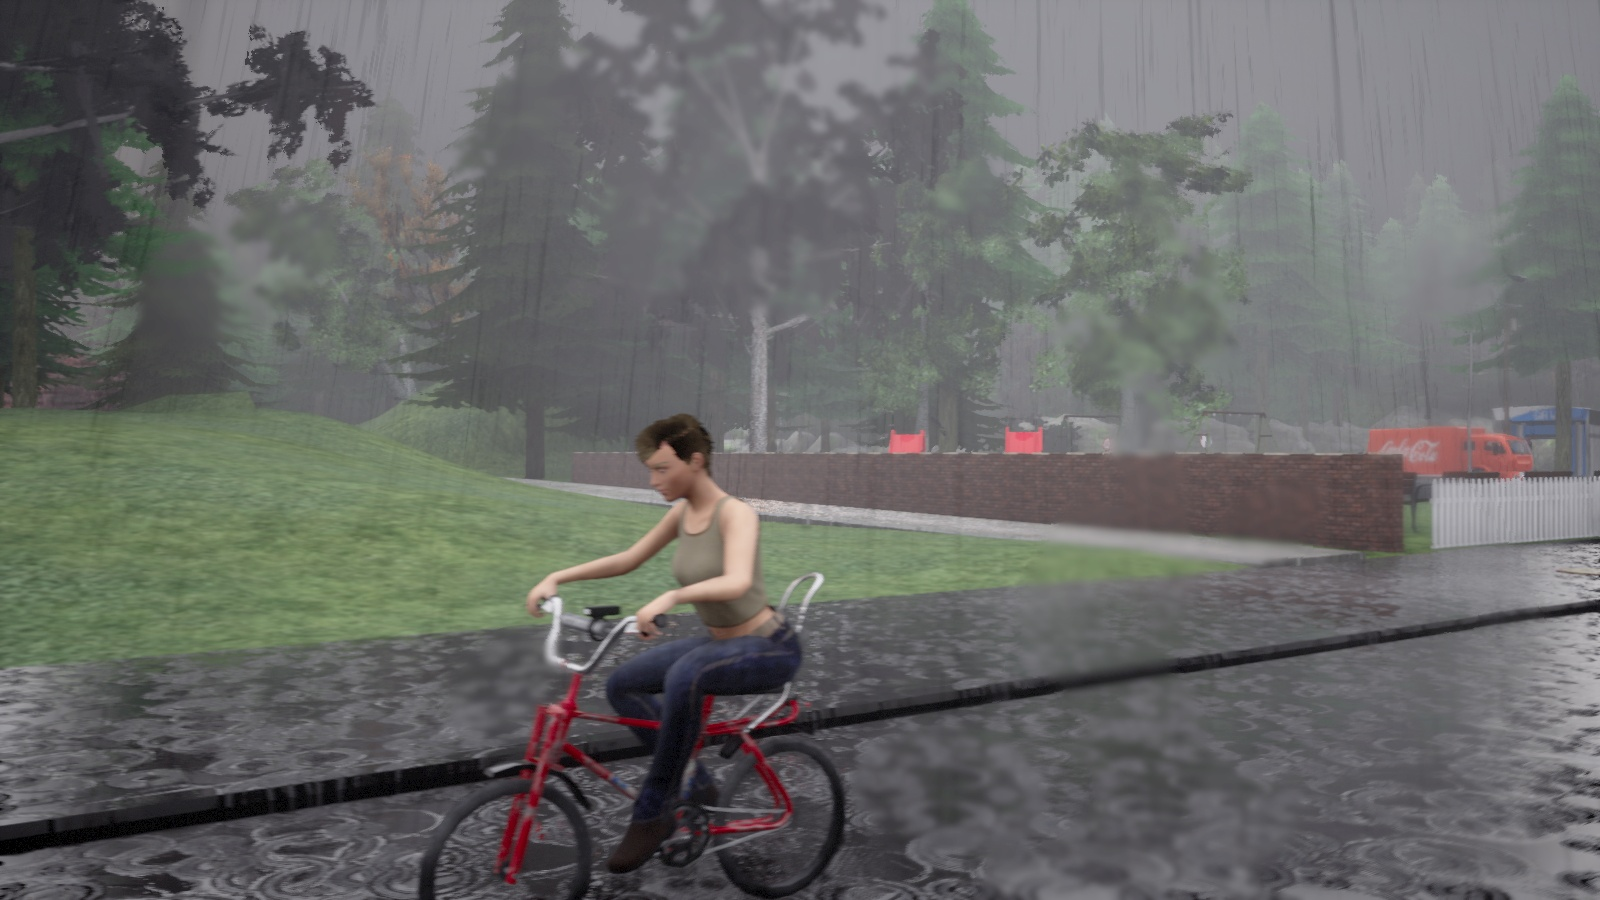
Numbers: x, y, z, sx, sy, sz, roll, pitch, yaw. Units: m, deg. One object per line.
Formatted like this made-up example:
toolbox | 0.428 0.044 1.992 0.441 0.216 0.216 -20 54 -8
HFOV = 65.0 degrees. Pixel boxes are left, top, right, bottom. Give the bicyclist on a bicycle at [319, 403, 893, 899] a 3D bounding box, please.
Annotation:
bicyclist on a bicycle | -0.580 0.692 3.852 1.509 1.612 0.866 0 0 -34

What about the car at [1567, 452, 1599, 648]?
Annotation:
car | 8.523 0.752 10.198 4.792 1.488 2.163 0 0 -35

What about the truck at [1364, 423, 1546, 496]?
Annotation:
truck | 23.623 0.322 45.501 2.627 2.467 5.204 0 0 -35
